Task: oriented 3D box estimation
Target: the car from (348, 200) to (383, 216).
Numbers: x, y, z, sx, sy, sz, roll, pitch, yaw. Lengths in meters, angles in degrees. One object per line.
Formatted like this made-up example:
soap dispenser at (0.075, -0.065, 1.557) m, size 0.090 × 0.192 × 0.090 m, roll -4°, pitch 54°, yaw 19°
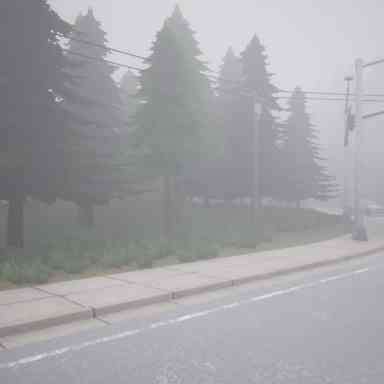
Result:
car at (17.232, 1.526, 32.822) m, size 1.812 × 1.442 × 4.674 m, roll 0°, pitch 0°, yaw -5°

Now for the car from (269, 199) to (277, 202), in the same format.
car at (12.753, 1.504, 46.271) m, size 1.837 × 1.490 × 4.892 m, roll 0°, pitch 0°, yaw -33°
